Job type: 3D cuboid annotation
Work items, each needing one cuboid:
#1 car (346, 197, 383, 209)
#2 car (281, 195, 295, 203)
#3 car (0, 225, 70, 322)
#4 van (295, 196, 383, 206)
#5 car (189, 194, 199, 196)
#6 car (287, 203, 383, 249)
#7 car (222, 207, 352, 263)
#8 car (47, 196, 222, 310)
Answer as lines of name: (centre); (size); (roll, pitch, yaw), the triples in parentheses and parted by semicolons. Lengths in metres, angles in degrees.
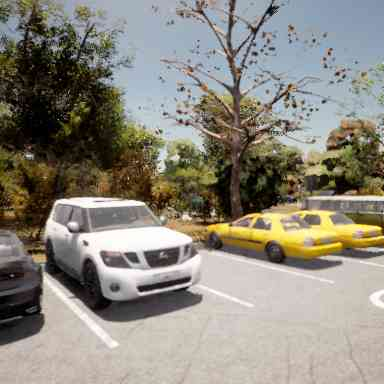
car: (25.993, 1.538, 49.821); (2.128, 1.511, 4.902); (-2, 2, -35)
car: (17.089, 1.331, 61.869); (2.128, 1.511, 4.902); (-2, 2, -39)
car: (-4.349, 1.479, 6.708); (2.231, 1.521, 4.892); (-1, 1, -36)
van: (7.096, 1.181, 14.709); (1.878, 1.987, 4.442); (0, 0, -35)
car: (0.589, 1.331, 40.432); (2.150, 2.045, 5.566); (-2, 2, -34)
car: (4.643, 1.403, 13.338); (1.946, 1.575, 5.366); (0, 0, -35)
car: (2.472, 1.409, 11.799); (1.946, 1.575, 5.366); (0, 0, -35)
car: (-2.068, 1.195, 8.315); (2.435, 2.045, 5.566); (-1, 1, -36)
